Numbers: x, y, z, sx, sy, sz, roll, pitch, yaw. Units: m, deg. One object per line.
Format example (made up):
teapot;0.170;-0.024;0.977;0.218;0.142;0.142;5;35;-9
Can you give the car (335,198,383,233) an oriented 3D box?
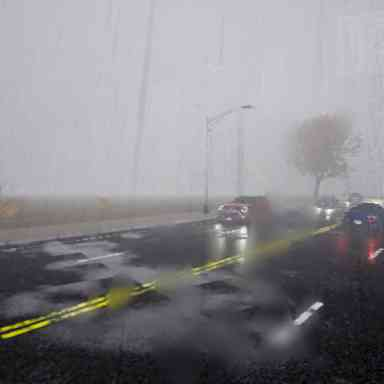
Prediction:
car;9.532;1.297;18.188;1.812;1.442;4.674;2;1;37

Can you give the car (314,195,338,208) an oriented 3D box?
car;15.137;1.046;37.248;1.994;1.385;4.181;1;1;35

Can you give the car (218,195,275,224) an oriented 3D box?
car;3.549;0.988;21.353;2.097;1.767;4.553;2;1;37

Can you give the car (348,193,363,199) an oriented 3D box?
car;26.152;0.879;53.135;1.812;1.442;4.674;1;1;34
